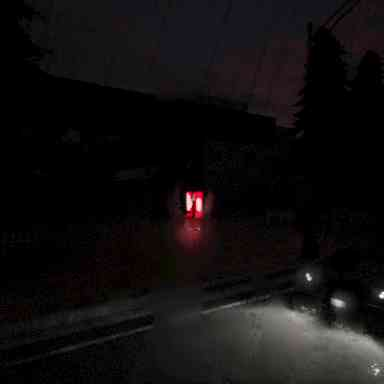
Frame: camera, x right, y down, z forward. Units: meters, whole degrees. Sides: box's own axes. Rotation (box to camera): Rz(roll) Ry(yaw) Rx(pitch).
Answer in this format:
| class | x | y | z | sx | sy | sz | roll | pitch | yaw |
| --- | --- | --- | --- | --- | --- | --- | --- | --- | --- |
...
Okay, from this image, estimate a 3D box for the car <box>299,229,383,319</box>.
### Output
| class | x | y | z | sx | sy | sz | roll | pitch | yaw |
| --- | --- | --- | --- | --- | --- | --- | --- | --- | --- |
| car | 4.712 | 1.537 | 7.307 | 5.357 | 1.411 | 2.033 | 0 | 0 | -35 |
